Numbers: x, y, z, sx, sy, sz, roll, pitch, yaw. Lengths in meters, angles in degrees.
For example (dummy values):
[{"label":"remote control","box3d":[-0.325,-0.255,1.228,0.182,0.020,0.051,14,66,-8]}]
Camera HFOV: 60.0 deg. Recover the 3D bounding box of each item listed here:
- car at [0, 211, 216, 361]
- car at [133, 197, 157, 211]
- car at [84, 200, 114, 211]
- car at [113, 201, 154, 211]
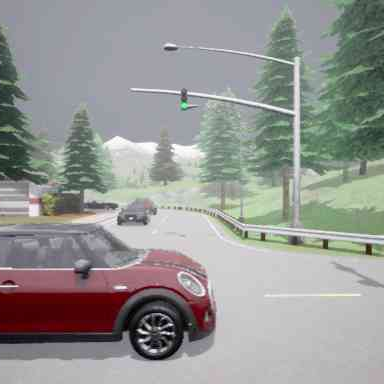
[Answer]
[{"label":"car","box3d":[-1.906,1.303,5.384,4.553,1.767,2.097,0,0,-1]},{"label":"car","box3d":[-4.975,1.348,33.687,2.097,1.767,4.553,0,0,-19]},{"label":"car","box3d":[-11.582,1.604,41.397,4.718,1.301,1.895,0,0,14]},{"label":"car","box3d":[-4.098,1.561,23.901,1.994,1.385,4.181,0,0,-2]}]
